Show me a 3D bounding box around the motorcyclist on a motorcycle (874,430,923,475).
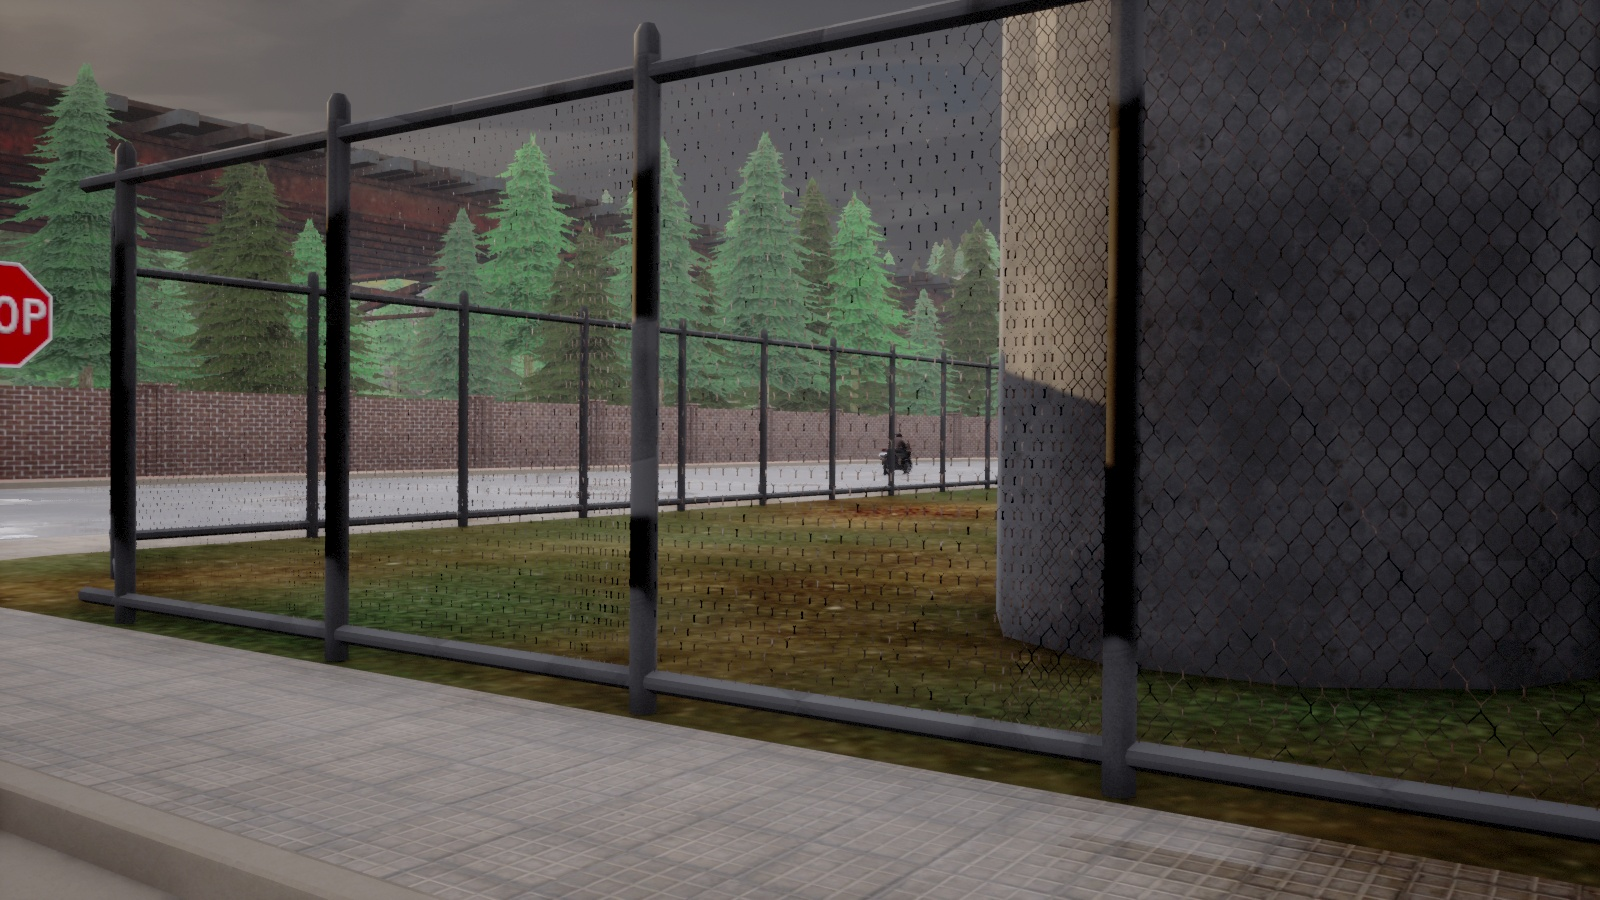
[{"bbox_3d":[3.482,0.078,44.243,0.797,1.523,2.044,0,1,34],"label":"motorcyclist on a motorcycle"}]
